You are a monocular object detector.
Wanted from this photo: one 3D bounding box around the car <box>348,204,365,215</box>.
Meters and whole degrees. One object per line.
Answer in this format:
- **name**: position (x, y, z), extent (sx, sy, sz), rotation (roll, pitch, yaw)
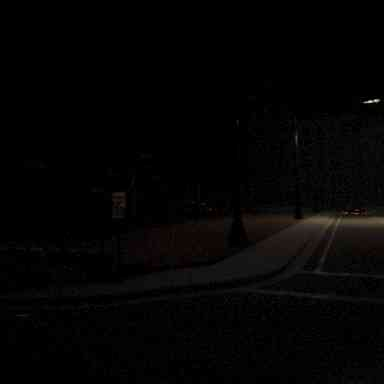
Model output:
- **car**: position (21.905, 2.287, 44.314), extent (1.994, 1.385, 4.181), rotation (-3, -2, 25)
